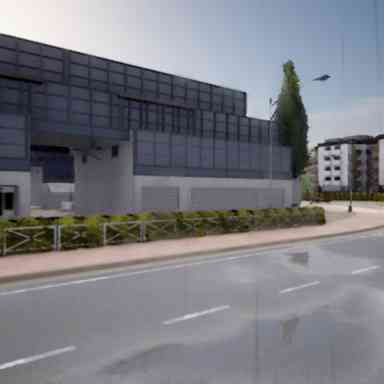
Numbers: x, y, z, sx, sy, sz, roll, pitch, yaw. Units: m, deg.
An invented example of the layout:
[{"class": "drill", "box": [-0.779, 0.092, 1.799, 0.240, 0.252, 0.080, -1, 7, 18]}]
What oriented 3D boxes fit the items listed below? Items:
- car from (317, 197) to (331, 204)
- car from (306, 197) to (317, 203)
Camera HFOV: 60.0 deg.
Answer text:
[{"class": "car", "box": [24.409, 1.592, 64.145, 1.895, 1.301, 4.718, 0, 0, -25]}, {"class": "car", "box": [20.841, 1.255, 63.490, 1.895, 1.301, 4.718, 0, 0, -26]}]
